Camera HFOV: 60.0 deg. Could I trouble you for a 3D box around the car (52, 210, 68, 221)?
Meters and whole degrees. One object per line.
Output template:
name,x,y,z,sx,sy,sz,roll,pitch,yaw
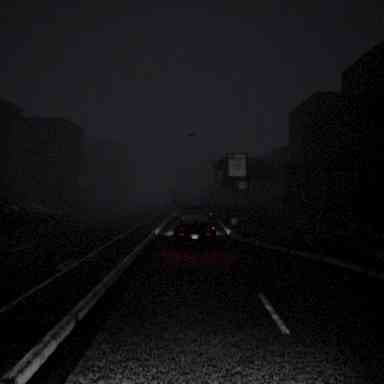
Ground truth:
car,-13.110,1.643,27.363,5.366,1.575,1.946,0,-1,-1

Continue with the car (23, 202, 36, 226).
car,-13.215,1.461,21.850,4.553,1.767,2.185,0,0,-1

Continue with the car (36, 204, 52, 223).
car,-13.275,1.655,24.604,4.674,1.452,2.002,0,-1,-1

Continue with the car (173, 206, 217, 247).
car,0.122,1.558,15.140,1.812,1.442,4.674,0,0,0

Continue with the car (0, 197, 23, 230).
car,-13.252,1.312,19.096,5.566,2.045,2.435,0,0,-1

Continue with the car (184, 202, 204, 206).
car,0.193,1.715,33.206,1.882,1.535,5.008,0,-1,0
